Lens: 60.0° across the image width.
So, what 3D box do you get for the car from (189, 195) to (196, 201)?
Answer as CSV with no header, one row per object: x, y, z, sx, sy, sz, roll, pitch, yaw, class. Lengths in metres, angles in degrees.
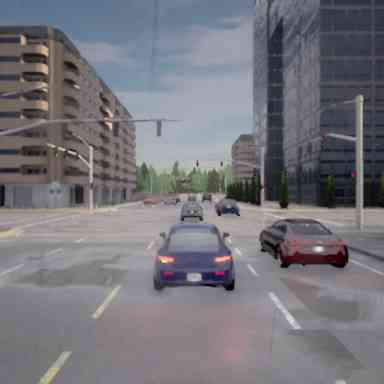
0.105,1.597,88.610,1.882,1.535,5.008,0,0,1,car

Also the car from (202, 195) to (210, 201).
3.605,1.659,88.567,2.033,1.411,5.357,0,0,1,car

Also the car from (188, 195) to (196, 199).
-0.022,1.644,78.383,2.128,1.511,4.902,0,0,1,car

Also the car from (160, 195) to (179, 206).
-3.835,1.691,57.625,1.895,1.301,4.718,0,0,1,car

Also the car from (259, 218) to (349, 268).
3.573,1.582,11.359,1.994,1.385,4.181,0,0,0,car

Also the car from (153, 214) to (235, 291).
0.060,1.540,8.942,1.812,1.442,4.674,0,0,0,car

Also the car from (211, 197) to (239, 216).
3.419,1.430,33.248,2.097,1.767,4.553,0,0,-1,car

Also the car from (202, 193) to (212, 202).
3.474,1.340,77.998,2.150,2.045,5.566,0,0,1,car

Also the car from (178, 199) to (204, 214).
-0.027,1.618,28.532,2.033,1.411,5.357,0,0,-1,car

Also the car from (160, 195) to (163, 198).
-7.081,1.470,73.643,2.097,1.767,4.553,0,0,1,car

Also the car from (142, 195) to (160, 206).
-7.326,1.443,58.058,2.097,1.767,4.553,0,0,1,car
